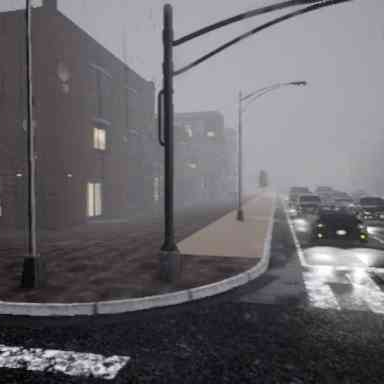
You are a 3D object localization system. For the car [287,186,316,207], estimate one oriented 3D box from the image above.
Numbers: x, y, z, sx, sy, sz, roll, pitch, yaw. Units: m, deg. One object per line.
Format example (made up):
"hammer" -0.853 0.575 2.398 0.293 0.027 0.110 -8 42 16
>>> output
"car" 11.042 0.452 34.152 2.150 2.045 5.566 0 1 14

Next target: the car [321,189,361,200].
"car" 13.366 0.805 30.157 2.128 1.511 4.902 0 1 14

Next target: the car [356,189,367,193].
"car" 25.460 0.338 50.966 1.882 1.535 5.008 0 1 14

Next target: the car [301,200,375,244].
"car" 5.862 1.230 13.902 1.994 1.385 4.181 0 1 14

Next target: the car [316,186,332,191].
"car" 16.013 0.317 40.313 2.150 2.045 5.566 0 1 15

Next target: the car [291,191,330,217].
"car" 8.430 0.955 23.972 1.837 1.490 4.892 0 1 14

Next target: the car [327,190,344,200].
"car" 22.363 0.368 51.969 1.812 1.442 4.674 0 1 14

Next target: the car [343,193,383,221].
"car" 10.824 1.032 20.217 1.837 1.490 4.892 0 1 14
